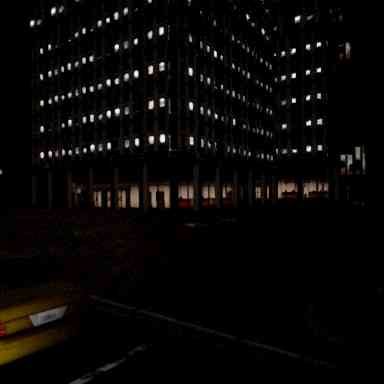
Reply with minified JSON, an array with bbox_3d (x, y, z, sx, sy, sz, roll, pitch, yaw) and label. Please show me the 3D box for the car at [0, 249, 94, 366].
[{"bbox_3d":[-3.667,1.511,5.505,4.829,1.417,1.752,0,-1,36],"label":"car"}]
